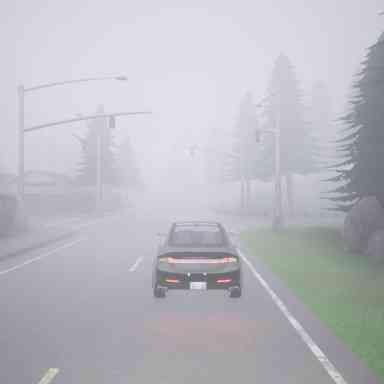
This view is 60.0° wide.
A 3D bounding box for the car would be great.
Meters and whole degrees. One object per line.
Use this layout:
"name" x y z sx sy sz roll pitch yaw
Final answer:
"car" 0.118 1.491 8.487 2.128 1.511 4.902 0 0 0
